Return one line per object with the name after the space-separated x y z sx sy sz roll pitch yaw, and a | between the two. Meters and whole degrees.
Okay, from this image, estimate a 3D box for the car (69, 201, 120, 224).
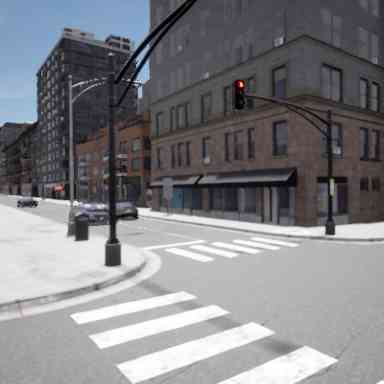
-6.774 1.435 22.312 1.994 1.385 4.181 -1 1 -35 | car

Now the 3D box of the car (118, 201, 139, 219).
-5.864 1.381 26.383 1.994 1.385 4.181 -1 1 -35 | car

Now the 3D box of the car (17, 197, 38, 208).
-20.848 1.294 42.208 1.895 1.301 4.718 -1 1 -35 | car
